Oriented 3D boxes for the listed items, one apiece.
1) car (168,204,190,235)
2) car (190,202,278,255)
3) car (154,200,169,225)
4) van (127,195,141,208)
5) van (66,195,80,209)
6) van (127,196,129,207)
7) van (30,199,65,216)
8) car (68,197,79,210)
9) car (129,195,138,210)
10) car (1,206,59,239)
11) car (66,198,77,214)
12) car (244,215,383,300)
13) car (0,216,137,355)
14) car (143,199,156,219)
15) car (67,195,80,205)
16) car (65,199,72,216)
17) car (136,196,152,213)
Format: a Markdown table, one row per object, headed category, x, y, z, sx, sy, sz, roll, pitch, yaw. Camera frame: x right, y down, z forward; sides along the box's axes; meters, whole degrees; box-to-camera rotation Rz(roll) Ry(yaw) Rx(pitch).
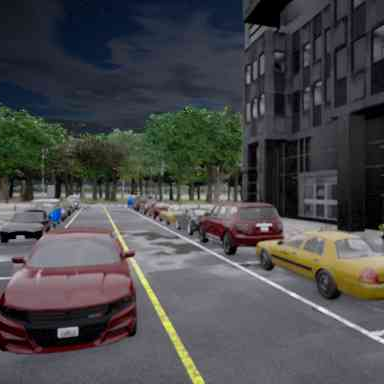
| category | x | y | z | sx | sy | sz | roll | pitch | yaw |
| --- | --- | --- | --- | --- | --- | --- | --- | --- | --- |
| car | 0.256 | 1.562 | 18.662 | 2.008 | 1.369 | 4.403 | 0 | 0 | -16 |
| car | 1.766 | 1.324 | 13.439 | 2.192 | 1.841 | 5.009 | 0 | 0 | -16 |
| car | -1.302 | 1.539 | 24.049 | 1.752 | 1.417 | 4.829 | 0 | 0 | -16 |
| van | -8.806 | 1.374 | 50.004 | 1.690 | 1.788 | 3.998 | 0 | 0 | -16 |
| van | -16.996 | 1.367 | 47.637 | 1.690 | 1.788 | 3.998 | 0 | 0 | -16 |
| van | -7.296 | 1.370 | 44.780 | 1.690 | 1.788 | 3.998 | 0 | 0 | -16 |
| van | -9.444 | 1.347 | 21.518 | 1.690 | 1.788 | 3.998 | 0 | 0 | -16 |
| car | -13.928 | 1.542 | 37.026 | 1.752 | 1.417 | 4.829 | 0 | 0 | -16 |
| car | -5.785 | 1.339 | 39.557 | 2.192 | 1.841 | 5.009 | 0 | 0 | -16 |
| car | -7.934 | 1.569 | 16.294 | 1.947 | 1.339 | 4.313 | 0 | 0 | -16 |
| car | -12.465 | 1.579 | 31.965 | 1.947 | 1.339 | 4.313 | 0 | 0 | -16 |
| car | 3.229 | 1.532 | 8.378 | 1.752 | 1.417 | 4.829 | 0 | 0 | -16 |
| car | -2.240 | 1.479 | 6.552 | 1.882 | 1.535 | 5.008 | 0 | 0 | -16 |
| car | -2.765 | 1.562 | 29.110 | 1.887 | 1.381 | 4.507 | 0 | 0 | -16 |
| car | -15.485 | 1.461 | 42.413 | 1.967 | 1.590 | 4.097 | 0 | 0 | -16 |
| car | -10.907 | 1.535 | 26.579 | 1.752 | 1.417 | 4.829 | 0 | 0 | -16 |
| car | -4.275 | 1.461 | 34.333 | 1.967 | 1.590 | 4.097 | 0 | 0 | -16 |
